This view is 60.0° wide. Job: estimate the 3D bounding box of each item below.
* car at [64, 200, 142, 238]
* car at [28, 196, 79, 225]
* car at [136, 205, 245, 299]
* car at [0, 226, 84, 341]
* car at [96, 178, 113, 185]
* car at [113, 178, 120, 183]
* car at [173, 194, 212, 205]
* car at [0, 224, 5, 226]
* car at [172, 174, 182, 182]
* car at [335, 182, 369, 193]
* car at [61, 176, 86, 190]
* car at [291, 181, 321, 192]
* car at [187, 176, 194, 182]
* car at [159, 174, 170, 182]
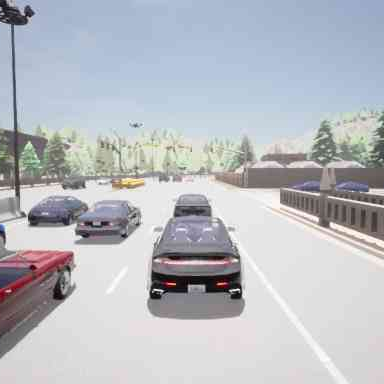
[{"bbox_3d":[-3.465,1.050,14.616,2.033,1.411,5.357,0,3,0],"label":"car"},{"bbox_3d":[-6.979,0.879,17.794,1.994,1.385,4.181,0,3,0],"label":"car"},{"bbox_3d":[0.068,1.327,8.033,2.128,1.511,4.902,0,2,0],"label":"car"},{"bbox_3d":[-3.420,1.528,5.101,1.895,1.301,4.718,0,1,0],"label":"car"},{"bbox_3d":[-17.831,-2.098,66.979,1.812,1.442,4.674,0,3,0],"label":"car"},{"bbox_3d":[-17.885,-2.667,77.651,1.895,1.301,4.718,0,3,0],"label":"car"},{"bbox_3d":[0.026,0.815,17.454,1.882,1.535,5.008,0,3,-1],"label":"car"},{"bbox_3d":[-6.936,1.283,8.822,1.882,1.535,5.008,0,2,0],"label":"car"},{"bbox_3d":[-3.933,-3.612,86.995,2.150,2.045,5.566,0,3,0],"label":"car"},{"bbox_3d":[18.040,-0.402,38.633,4.674,1.442,1.812,0,3,2],"label":"car"},{"bbox_3d":[-17.838,-1.413,50.467,2.150,2.045,5.566,0,3,0],"label":"car"},{"bbox_3d":[15.003,-0.617,42.226,4.674,1.442,1.812,0,3,2],"label":"car"},{"bbox_3d":[-0.447,-3.458,89.668,1.812,1.442,4.674,0,3,0],"label":"car"},{"bbox_3d":[-7.433,-3.611,86.977,2.150,2.045,5.566,0,3,0],"label":"car"}]
